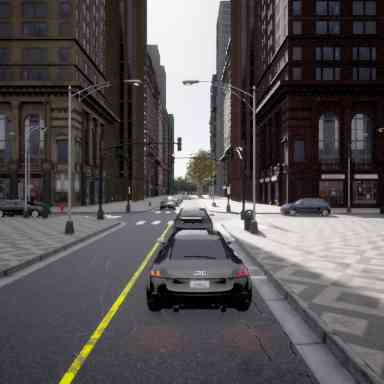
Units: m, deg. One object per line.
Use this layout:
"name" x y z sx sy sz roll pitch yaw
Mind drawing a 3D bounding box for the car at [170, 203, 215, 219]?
"car" 0.066 1.505 16.672 1.837 1.490 4.892 0 0 0

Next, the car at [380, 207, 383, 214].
"car" 20.528 1.630 32.114 4.181 1.385 1.994 0 0 0

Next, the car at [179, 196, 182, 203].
"car" -3.075 1.494 52.890 2.128 1.511 4.902 0 0 0

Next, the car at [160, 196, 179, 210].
"car" -3.078 1.547 43.129 2.033 1.411 5.357 0 0 0

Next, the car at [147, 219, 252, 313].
"car" 0.110 1.564 7.764 1.994 1.385 4.181 0 0 -1

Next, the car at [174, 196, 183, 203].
"car" -2.978 1.550 73.538 1.812 1.442 4.674 0 0 0

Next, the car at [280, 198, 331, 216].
"car" 10.872 1.388 32.153 4.553 1.767 2.097 0 0 1

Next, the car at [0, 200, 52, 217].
"car" -14.739 1.454 28.924 4.892 1.490 1.837 0 0 -1
